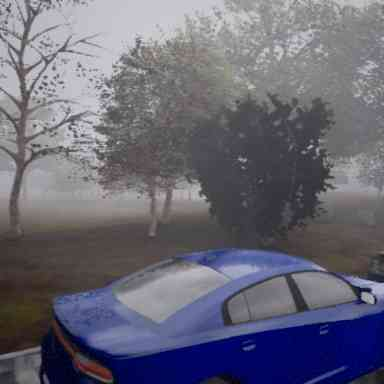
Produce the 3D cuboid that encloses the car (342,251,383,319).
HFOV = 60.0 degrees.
[{"bbox_3d":[5.825,1.538,6.914,4.892,1.521,2.231,1,0,-26],"label":"car"}]
